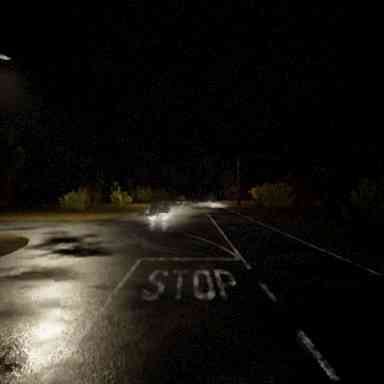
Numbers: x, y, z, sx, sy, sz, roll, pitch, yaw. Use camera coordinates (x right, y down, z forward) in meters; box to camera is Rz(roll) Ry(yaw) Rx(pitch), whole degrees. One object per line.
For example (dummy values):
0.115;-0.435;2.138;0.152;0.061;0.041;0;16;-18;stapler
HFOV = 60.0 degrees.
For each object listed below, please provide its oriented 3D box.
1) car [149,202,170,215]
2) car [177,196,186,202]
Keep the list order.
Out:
-3.476;1.774;36.054;1.994;1.385;4.181;0;0;0;car
-2.863;1.802;90.886;2.097;1.767;4.553;0;0;5;car
